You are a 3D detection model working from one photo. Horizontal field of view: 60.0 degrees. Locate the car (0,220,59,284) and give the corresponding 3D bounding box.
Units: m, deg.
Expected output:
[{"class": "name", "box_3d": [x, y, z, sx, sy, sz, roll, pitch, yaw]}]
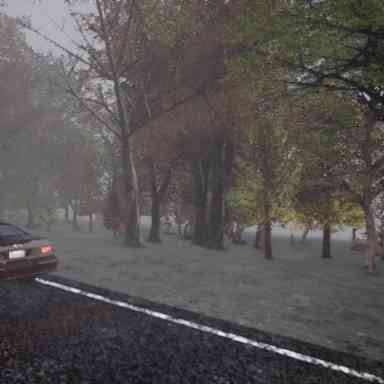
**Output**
[{"class": "car", "box_3d": [-5.264, 1.308, 7.537, 5.357, 1.411, 2.033, -3, -2, 35]}]
